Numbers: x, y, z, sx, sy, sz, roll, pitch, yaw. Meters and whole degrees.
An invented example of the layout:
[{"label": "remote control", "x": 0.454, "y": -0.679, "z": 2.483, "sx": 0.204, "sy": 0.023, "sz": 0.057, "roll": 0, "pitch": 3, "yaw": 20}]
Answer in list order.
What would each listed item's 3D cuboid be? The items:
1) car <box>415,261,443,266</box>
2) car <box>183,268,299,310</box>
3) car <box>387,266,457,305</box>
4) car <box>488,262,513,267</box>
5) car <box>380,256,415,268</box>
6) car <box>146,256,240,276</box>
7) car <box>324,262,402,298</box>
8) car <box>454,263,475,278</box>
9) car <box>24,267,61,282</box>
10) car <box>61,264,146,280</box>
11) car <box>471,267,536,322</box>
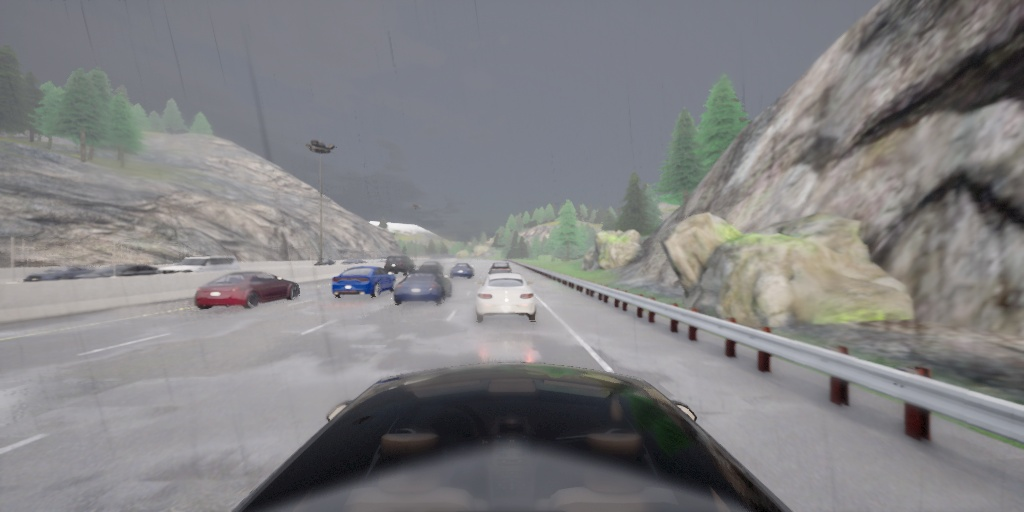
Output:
[{"label": "car", "x": -8.258, "y": 1.270, "z": 37.159, "sx": 1.882, "sy": 1.535, "sz": 5.008, "roll": 0, "pitch": 0, "yaw": -2}, {"label": "car", "x": -10.841, "y": 1.347, "z": 15.023, "sx": 1.994, "sy": 1.385, "sz": 4.181, "roll": 0, "pitch": 0, "yaw": -2}, {"label": "car", "x": -3.882, "y": 1.333, "z": 16.220, "sx": 1.994, "sy": 1.385, "sz": 4.181, "roll": 0, "pitch": 0, "yaw": -2}, {"label": "car", "x": -0.951, "y": 1.263, "z": 30.085, "sx": 2.128, "sy": 1.511, "sz": 4.902, "roll": 0, "pitch": 0, "yaw": -2}, {"label": "car", "x": -11.801, "y": 1.023, "z": 38.061, "sx": 2.150, "sy": 2.045, "sz": 5.566, "roll": 0, "pitch": 0, "yaw": -2}, {"label": "car", "x": -21.970, "y": 1.039, "z": 25.432, "sx": 2.150, "sy": 2.045, "sz": 5.566, "roll": 0, "pitch": 0, "yaw": -2}, {"label": "car", "x": -7.476, "y": 1.256, "z": 18.606, "sx": 1.882, "sy": 1.535, "sz": 5.008, "roll": 0, "pitch": 0, "yaw": -2}, {"label": "car", "x": -4.605, "y": 1.346, "z": 33.629, "sx": 1.994, "sy": 1.385, "sz": 4.181, "roll": 0, "pitch": 0, "yaw": -2}, {"label": "car", "x": -32.516, "y": 1.403, "z": 26.388, "sx": 1.994, "sy": 1.385, "sz": 4.181, "roll": 0, "pitch": 0, "yaw": -2}, {"label": "car", "x": -25.386, "y": 1.326, "z": 23.422, "sx": 1.837, "sy": 1.490, "sz": 4.892, "roll": 0, "pitch": 0, "yaw": -2}, {"label": "car", "x": -0.230, "y": 1.283, "z": 12.303, "sx": 1.812, "sy": 1.442, "sz": 4.674, "roll": 0, "pitch": 0, "yaw": -2}]
